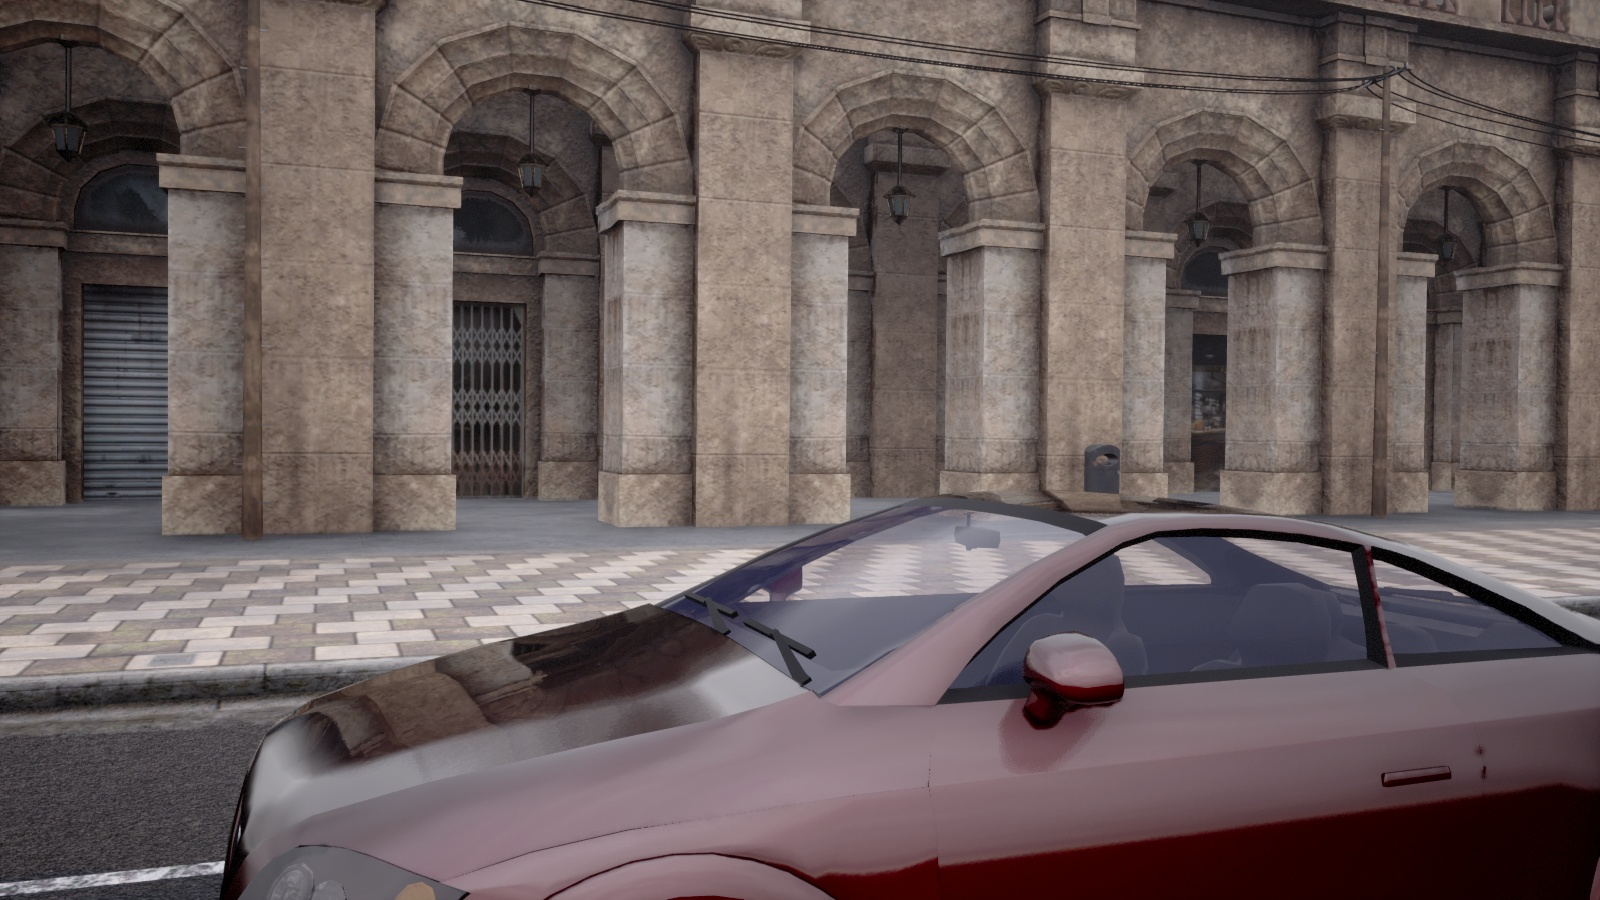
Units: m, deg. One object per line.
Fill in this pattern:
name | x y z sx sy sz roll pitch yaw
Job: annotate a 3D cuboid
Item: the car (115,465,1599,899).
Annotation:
car | 0.623 0.799 3.482 4.181 1.385 1.994 -1 1 -21
